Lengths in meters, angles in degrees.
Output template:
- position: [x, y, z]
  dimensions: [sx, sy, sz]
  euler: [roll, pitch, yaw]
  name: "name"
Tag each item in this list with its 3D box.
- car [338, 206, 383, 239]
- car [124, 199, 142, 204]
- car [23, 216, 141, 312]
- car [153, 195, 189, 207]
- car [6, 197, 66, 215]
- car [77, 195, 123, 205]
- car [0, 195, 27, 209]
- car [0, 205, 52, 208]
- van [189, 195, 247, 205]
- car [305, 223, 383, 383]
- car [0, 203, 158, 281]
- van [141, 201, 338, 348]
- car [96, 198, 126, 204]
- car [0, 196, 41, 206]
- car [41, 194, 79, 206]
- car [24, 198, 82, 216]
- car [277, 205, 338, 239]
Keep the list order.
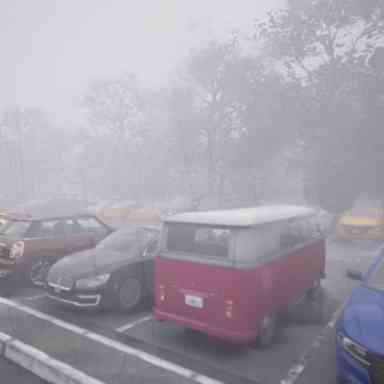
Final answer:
- position: [8.852, 1.516, 17.042]
  dimensions: [2.097, 1.535, 5.008]
  euler: [0, 0, 36]
  name: "car"
- position: [-2.336, 1.503, 25.335]
  dimensions: [1.946, 1.575, 5.366]
  euler: [0, 0, 36]
  name: "car"
- position: [-1.031, 1.518, 8.045]
  dimensions: [2.231, 1.521, 4.892]
  euler: [0, 0, 36]
  name: "car"
- position: [-0.202, 1.257, 23.532]
  dimensions: [2.435, 2.045, 5.566]
  euler: [0, 0, 36]
  name: "car"
- position: [-16.221, 1.384, 34.893]
  dimensions: [1.946, 1.575, 5.366]
  euler: [1, 1, 36]
  name: "car"
- position: [-7.043, 1.371, 28.540]
  dimensions: [2.185, 1.767, 4.553]
  euler: [0, 0, 36]
  name: "car"
- position: [-22.793, 1.220, 39.855]
  dimensions: [2.231, 1.521, 4.892]
  euler: [2, 1, 36]
  name: "car"
- position: [-7.809, 1.510, 12.920]
  dimensions: [2.097, 1.535, 5.008]
  euler: [0, 0, 36]
  name: "car"
- position: [2.006, 1.285, 21.831]
  dimensions: [1.878, 1.987, 4.442]
  euler: [0, 0, 36]
  name: "van"
- position: [3.484, 1.519, 4.788]
  dimensions: [2.097, 1.535, 5.008]
  euler: [0, 0, 36]
  name: "car"
- position: [-3.411, 1.389, 9.716]
  dimensions: [2.185, 1.767, 4.553]
  euler: [0, 0, 36]
  name: "car"
- position: [1.292, 1.292, 6.506]
  dimensions: [1.878, 1.987, 4.442]
  euler: [0, 0, 36]
  name: "van"
- position: [-4.806, 1.504, 26.881]
  dimensions: [2.097, 1.535, 5.008]
  euler: [0, 0, 36]
  name: "car"
- position: [-10.047, 1.257, 14.576]
  dimensions: [2.435, 2.045, 5.566]
  euler: [0, 0, 36]
  name: "car"
- position: [-11.570, 1.207, 31.802]
  dimensions: [2.435, 2.045, 5.566]
  euler: [1, 0, 36]
  name: "car"
- position: [-13.847, 1.427, 33.417]
  dimensions: [2.097, 1.535, 5.008]
  euler: [1, 1, 36]
  name: "car"
- position: [6.592, 1.555, 18.670]
  dimensions: [2.002, 1.452, 4.674]
  euler: [0, 0, 36]
  name: "car"
